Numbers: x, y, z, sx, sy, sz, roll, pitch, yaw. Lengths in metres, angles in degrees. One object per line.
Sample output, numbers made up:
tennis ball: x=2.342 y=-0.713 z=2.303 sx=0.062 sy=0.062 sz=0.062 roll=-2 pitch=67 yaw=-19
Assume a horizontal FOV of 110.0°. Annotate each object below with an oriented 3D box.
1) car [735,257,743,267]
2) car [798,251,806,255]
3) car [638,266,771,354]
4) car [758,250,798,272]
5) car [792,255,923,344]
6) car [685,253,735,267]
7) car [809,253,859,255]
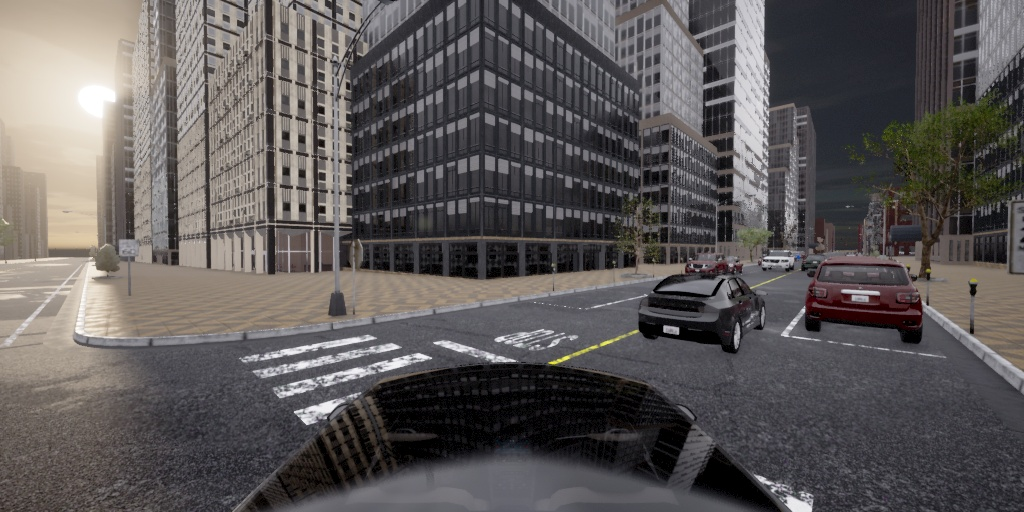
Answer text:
car: x=18.597 y=0.731 z=31.123 sx=1.967 sy=1.591 sz=4.097 roll=0 pitch=0 yaw=43
car: x=30.237 y=0.591 z=35.576 sx=2.097 sy=1.767 sz=4.553 roll=1 pitch=1 yaw=44
car: x=4.759 y=1.164 z=8.725 sx=1.837 sy=1.490 sz=4.892 roll=1 pitch=1 yaw=43
car: x=26.914 y=0.442 z=36.169 sx=2.150 sy=2.045 sz=5.566 roll=1 pitch=1 yaw=43
car: x=9.139 y=0.971 z=9.478 sx=2.192 sy=1.841 sz=5.009 roll=0 pitch=0 yaw=43
car: x=14.780 y=0.669 z=27.082 sx=2.192 sy=1.841 sz=5.009 roll=0 pitch=0 yaw=43
car: x=12.886 y=0.906 z=13.583 sx=2.192 sy=1.841 sz=5.009 roll=0 pitch=0 yaw=43
